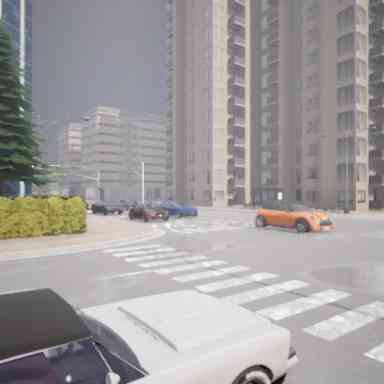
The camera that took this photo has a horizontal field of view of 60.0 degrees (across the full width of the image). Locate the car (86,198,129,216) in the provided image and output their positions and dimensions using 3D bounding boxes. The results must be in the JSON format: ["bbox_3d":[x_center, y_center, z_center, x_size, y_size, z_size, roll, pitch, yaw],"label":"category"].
[{"bbox_3d":[-8.911,1.613,34.530,2.033,1.411,5.357,0,0,-35],"label":"car"}]

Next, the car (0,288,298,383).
[{"bbox_3d":[-1.232,1.601,2.867,4.718,1.301,1.895,0,0,-35],"label":"car"}]

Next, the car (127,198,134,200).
[{"bbox_3d":[-9.282,1.573,41.123,1.837,1.490,4.892,0,0,-35],"label":"car"}]

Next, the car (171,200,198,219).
[{"bbox_3d":[-1.395,1.546,29.982,1.882,1.535,5.008,0,0,-35],"label":"car"}]

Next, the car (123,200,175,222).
[{"bbox_3d":[-3.564,1.629,26.991,1.994,1.385,4.181,0,0,-35],"label":"car"}]

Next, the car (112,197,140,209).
[{"bbox_3d":[-9.490,1.562,47.781,2.128,1.511,4.902,0,0,-35],"label":"car"}]

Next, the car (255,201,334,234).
[{"bbox_3d":[5.941,1.368,19.641,2.097,1.767,4.553,0,0,-35],"label":"car"}]
